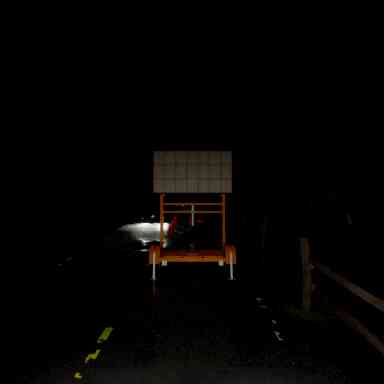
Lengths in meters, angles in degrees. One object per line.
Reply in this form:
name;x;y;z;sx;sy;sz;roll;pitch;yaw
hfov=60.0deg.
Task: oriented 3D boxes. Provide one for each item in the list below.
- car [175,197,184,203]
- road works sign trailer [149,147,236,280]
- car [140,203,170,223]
car;-2.587;1.732;71.674;2.033;1.411;5.357;0;0;0
road works sign trailer;0.022;0.464;9.917;2.380;3.560;2.880;0;0;0
car;-2.793;1.568;25.670;1.994;1.385;4.181;0;0;0
